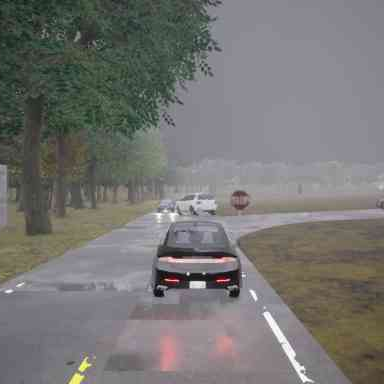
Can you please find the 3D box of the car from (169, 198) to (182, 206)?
[{"bbox_3d":[-2.803,1.653,57.795,1.895,1.301,4.718,0,0,1],"label":"car"}]

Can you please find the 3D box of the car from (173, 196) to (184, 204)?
[{"bbox_3d":[-2.774,1.615,68.197,2.033,1.411,5.357,0,0,0],"label":"car"}]

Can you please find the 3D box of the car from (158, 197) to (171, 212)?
[{"bbox_3d":[-2.853,1.546,38.193,1.812,1.442,4.674,0,0,0],"label":"car"}]

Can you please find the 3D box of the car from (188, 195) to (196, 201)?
[{"bbox_3d":[-0.018,1.434,80.395,1.812,1.442,4.674,0,0,0],"label":"car"}]

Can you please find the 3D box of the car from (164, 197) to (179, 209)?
[{"bbox_3d":[-2.842,1.538,47.607,1.837,1.490,4.892,0,0,0],"label":"car"}]

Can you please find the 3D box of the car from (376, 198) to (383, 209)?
[{"bbox_3d":[16.764,0.597,25.498,4.892,1.490,1.837,-3,1,1],"label":"car"}]

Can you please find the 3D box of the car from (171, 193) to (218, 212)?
[{"bbox_3d":[0.329,1.166,30.964,2.150,2.045,5.566,-1,-2,-25],"label":"car"}]

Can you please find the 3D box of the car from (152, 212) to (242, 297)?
[{"bbox_3d":[0.092,1.490,8.534,2.128,1.511,4.902,0,0,0],"label":"car"}]

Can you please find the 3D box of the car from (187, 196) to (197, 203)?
[{"bbox_3d":[-0.016,1.540,69.974,1.882,1.535,5.008,0,0,0],"label":"car"}]

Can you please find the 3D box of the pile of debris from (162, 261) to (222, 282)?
[{"bbox_3d":[-0.002,2.176,9.204,1.500,0.140,1.860,0,0,0],"label":"pile of debris"}]
